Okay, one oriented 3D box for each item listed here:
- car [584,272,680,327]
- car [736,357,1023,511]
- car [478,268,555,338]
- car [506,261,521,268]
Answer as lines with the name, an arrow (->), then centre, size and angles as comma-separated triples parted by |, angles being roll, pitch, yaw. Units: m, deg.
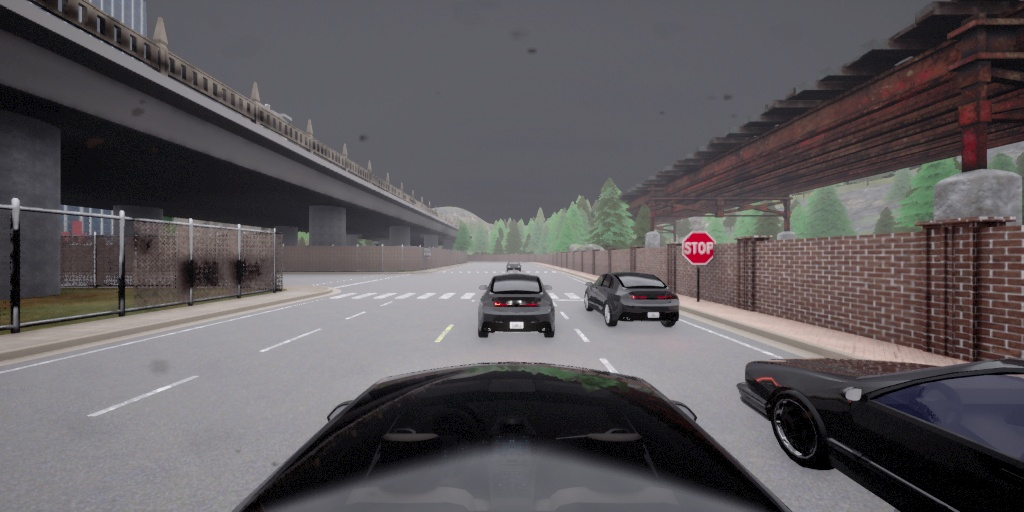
car -> 3.608, 1.255, 11.545 | 1.837, 1.490, 4.892 | 0, 0, 0
car -> 3.600, 1.297, 1.798 | 2.033, 1.411, 5.357 | 0, 0, 0
car -> 0.105, 1.255, 10.188 | 1.837, 1.490, 4.892 | 0, 0, 0
car -> 0.221, 1.351, 46.365 | 1.895, 1.301, 4.718 | 0, 0, -1
